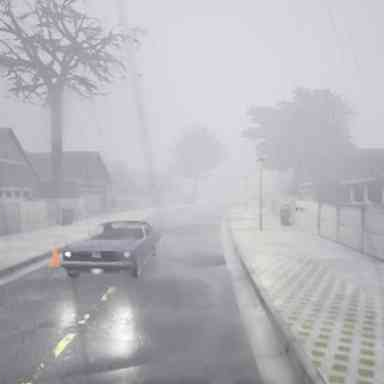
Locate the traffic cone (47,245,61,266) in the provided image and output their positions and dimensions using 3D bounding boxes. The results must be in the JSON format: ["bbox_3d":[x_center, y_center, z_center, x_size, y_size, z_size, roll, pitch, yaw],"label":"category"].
[{"bbox_3d":[-4.184,1.930,10.177,0.340,0.580,0.340,0,0,3],"label":"traffic cone"}]

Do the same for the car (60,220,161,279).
[{"bbox_3d":[-2.173,1.577,10.129,1.895,1.301,4.718,0,0,3],"label":"car"}]
